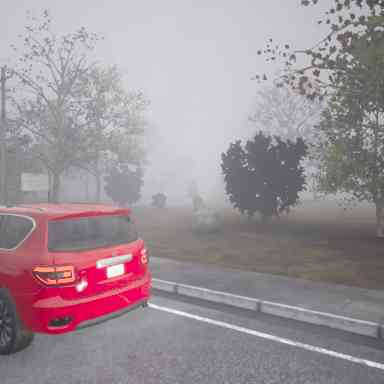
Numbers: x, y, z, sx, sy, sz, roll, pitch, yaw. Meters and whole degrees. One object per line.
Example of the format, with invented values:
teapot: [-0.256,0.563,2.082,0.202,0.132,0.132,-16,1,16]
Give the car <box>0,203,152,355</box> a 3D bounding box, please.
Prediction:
car: [-3.281,1.221,6.321,5.566,2.045,2.150,0,0,35]
